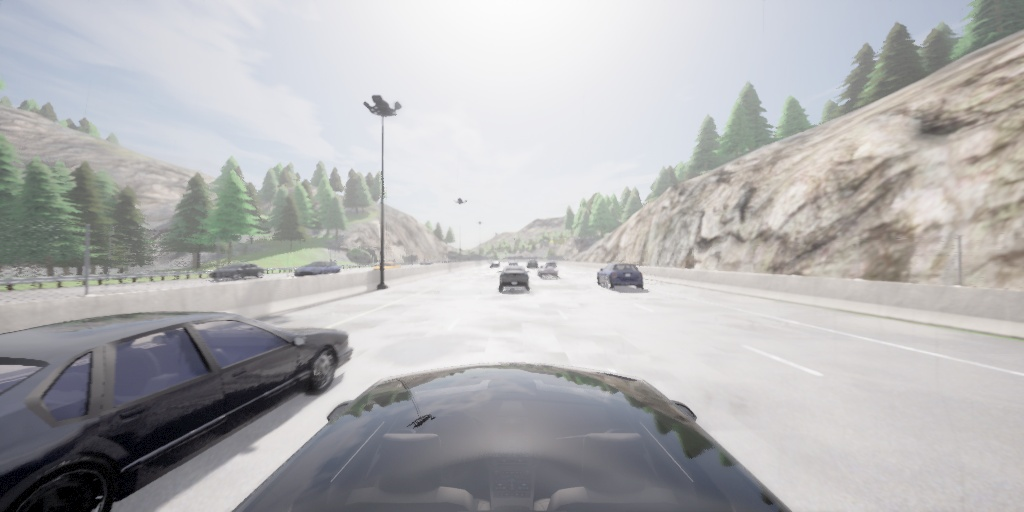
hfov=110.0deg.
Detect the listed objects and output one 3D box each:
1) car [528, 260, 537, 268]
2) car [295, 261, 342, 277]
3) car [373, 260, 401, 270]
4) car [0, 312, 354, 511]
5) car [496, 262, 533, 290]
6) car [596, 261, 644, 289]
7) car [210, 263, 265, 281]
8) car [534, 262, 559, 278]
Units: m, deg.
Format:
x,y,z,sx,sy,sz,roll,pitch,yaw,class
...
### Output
x,y,z,sx,sy,sz,roll,pitch,yaw,class
3.734,1.444,65.316,2.097,1.767,4.553,0,0,0,car
-17.521,1.238,32.754,2.097,1.767,4.553,0,0,0,car
-13.999,1.410,40.339,1.882,1.535,5.008,0,0,0,car
-3.704,1.302,3.636,2.033,1.411,5.357,0,0,2,car
0.140,1.367,23.411,1.837,1.490,4.892,0,-1,0,car
7.141,1.231,24.187,2.097,1.767,4.553,0,0,0,car
-24.520,1.380,32.259,1.837,1.490,4.892,0,-1,0,car
3.672,1.544,37.357,1.895,1.301,4.718,0,0,0,car
